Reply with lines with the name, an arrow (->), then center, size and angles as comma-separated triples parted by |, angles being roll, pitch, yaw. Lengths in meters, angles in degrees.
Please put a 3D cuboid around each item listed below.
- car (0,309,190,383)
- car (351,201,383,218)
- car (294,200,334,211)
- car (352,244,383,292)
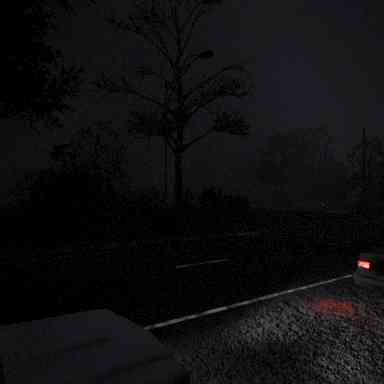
car -> -2.262, 1.601, 2.099 | 4.718, 1.301, 1.895 | 0, 0, -35
car -> 16.697, 1.564, 30.388 | 1.994, 1.385, 4.181 | 0, 0, -21
car -> 15.120, 1.610, 41.369 | 1.895, 1.301, 4.718 | 0, 0, -28
car -> 5.953, 1.547, 7.816 | 5.357, 1.411, 2.033 | 0, 0, -34
